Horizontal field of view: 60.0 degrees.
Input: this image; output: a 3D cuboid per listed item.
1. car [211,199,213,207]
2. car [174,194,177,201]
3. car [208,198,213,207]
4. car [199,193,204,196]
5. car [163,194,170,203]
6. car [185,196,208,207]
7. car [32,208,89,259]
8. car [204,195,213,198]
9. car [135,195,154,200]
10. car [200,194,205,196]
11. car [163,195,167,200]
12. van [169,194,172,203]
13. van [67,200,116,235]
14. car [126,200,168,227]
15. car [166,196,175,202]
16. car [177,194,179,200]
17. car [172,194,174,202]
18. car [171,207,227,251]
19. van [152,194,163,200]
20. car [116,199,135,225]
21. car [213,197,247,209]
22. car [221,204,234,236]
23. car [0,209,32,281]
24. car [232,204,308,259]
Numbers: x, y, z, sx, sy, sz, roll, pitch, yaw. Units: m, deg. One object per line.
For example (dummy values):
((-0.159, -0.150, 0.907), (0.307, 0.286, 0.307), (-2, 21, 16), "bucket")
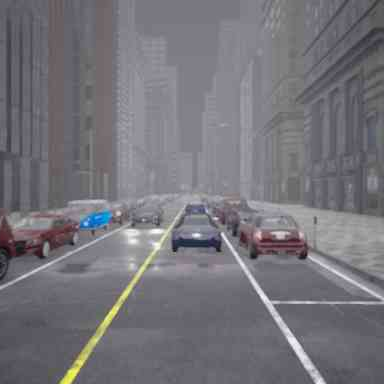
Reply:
((2.953, 1.558, 29.457), (1.887, 1.381, 4.507), (0, 0, 0), "car")
((-5.259, 1.331, 74.599), (2.192, 1.841, 5.009), (0, 0, 0), "car")
((2.992, 1.581, 35.093), (1.947, 1.339, 4.313), (0, 0, 0), "car")
((3.344, 1.625, 85.818), (1.802, 1.307, 4.206), (0, 0, 0), "car")
((-5.377, 1.555, 57.689), (2.008, 1.369, 4.403), (0, 0, 0), "car")
((0.309, 1.486, 31.850), (1.882, 1.535, 5.008), (0, 0, 0), "car")
((-5.690, 1.535, 12.597), (1.887, 1.381, 4.507), (0, 0, 0), "car")
((3.070, 1.458, 46.364), (1.967, 1.590, 4.097), (0, 0, 0), "car")
((-5.533, 1.436, 35.144), (1.967, 1.590, 4.097), (0, 0, 0), "car")
((3.266, 1.617, 74.546), (1.802, 1.307, 4.206), (0, 0, 0), "car")
((-5.417, 1.527, 51.883), (1.752, 1.417, 4.829), (0, 0, 0), "car")
((-5.338, 1.349, 63.326), (1.690, 1.788, 3.998), (0, 0, 0), "van")
((-5.651, 1.333, 18.234), (1.690, 1.788, 3.998), (0, 0, 0), "van")
((-2.942, 1.504, 22.756), (1.837, 1.490, 4.892), (0, 0, 1), "car")
((-5.220, 1.586, 80.236), (1.947, 1.339, 4.313), (0, 0, 0), "car")
((-5.181, 1.591, 85.872), (1.947, 1.339, 4.313), (0, 0, 0), "car")
((-5.298, 1.452, 68.962), (1.967, 1.590, 4.097), (0, 0, 0), "car")
((0.187, 1.568, 14.244), (1.994, 1.385, 4.181), (0, 0, 0), "car")
((-5.455, 1.340, 46.417), (1.690, 1.788, 3.998), (0, 0, 0), "van")
((-5.612, 1.433, 23.871), (1.967, 1.590, 4.097), (0, 0, 0), "car")
((2.913, 1.327, 23.821), (2.192, 1.841, 5.009), (0, 0, 0), "car")
((2.874, 1.576, 18.184), (1.947, 1.339, 4.313), (0, 0, 0), "car")
((-5.729, 1.304, 6.960), (2.192, 1.841, 5.009), (0, 0, 0), "car")
((2.835, 1.449, 12.547), (1.967, 1.590, 4.097), (0, 0, 0), "car")
